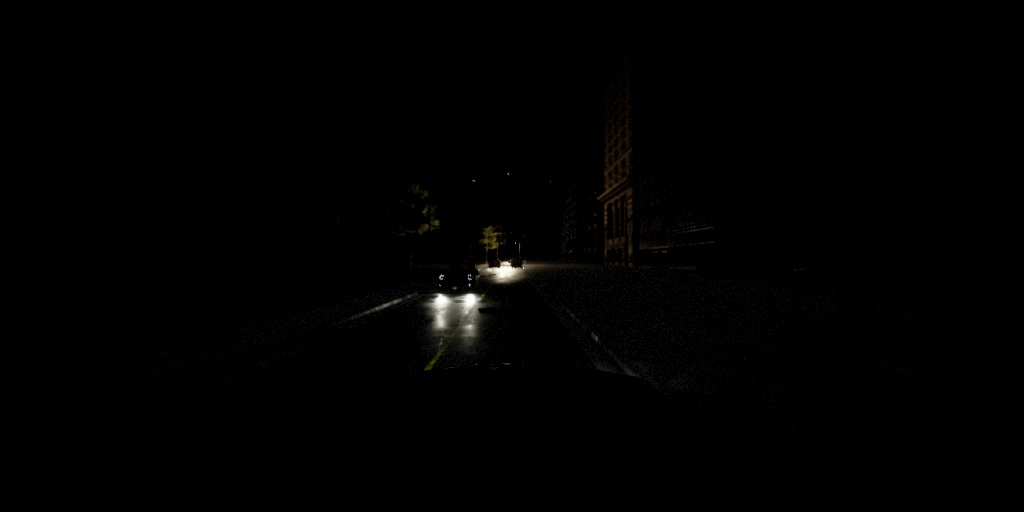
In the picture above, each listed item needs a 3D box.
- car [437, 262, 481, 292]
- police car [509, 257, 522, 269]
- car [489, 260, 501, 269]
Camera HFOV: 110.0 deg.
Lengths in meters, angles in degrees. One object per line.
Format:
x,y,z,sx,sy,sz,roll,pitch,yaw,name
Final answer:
-3.102,1.172,21.706,2.097,1.767,4.553,0,0,0,car
0.885,1.417,65.061,1.930,1.638,5.238,0,0,0,police car
-3.042,1.462,63.272,1.882,1.535,5.008,0,0,1,car
